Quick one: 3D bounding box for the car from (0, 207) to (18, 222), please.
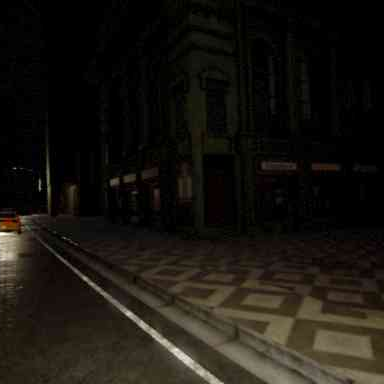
[{"bbox_3d":[-21.238,2.584,38.350,1.882,1.535,5.008,-1,-1,-27],"label":"car"}]

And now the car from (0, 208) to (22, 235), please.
[{"bbox_3d":[-12.511,2.022,22.209,1.882,1.535,5.008,-1,-1,-29],"label":"car"}]
